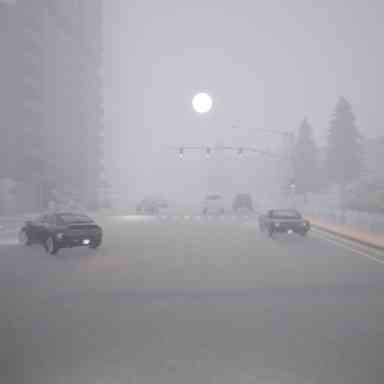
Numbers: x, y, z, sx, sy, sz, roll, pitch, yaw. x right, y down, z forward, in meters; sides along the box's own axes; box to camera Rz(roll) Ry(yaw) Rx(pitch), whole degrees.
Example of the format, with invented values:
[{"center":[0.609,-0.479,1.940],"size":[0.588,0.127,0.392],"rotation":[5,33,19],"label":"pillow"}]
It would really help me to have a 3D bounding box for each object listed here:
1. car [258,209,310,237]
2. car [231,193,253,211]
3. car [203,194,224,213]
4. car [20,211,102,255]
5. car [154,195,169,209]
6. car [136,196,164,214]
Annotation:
[{"center":[4.785,1.581,18.012],"size":[1.895,1.301,4.718],"rotation":[-1,0,3],"label":"car"},{"center":[6.109,1.195,40.816],"size":[2.150,2.045,5.566],"rotation":[0,0,3],"label":"car"},{"center":[2.402,1.219,37.342],"size":[2.150,2.045,5.566],"rotation":[0,0,3],"label":"car"},{"center":[-5.579,1.583,13.940],"size":[1.837,1.490,4.892],"rotation":[2,-2,-44],"label":"car"},{"center":[-4.315,1.593,47.255],"size":[2.033,1.411,5.357],"rotation":[0,0,1],"label":"car"},{"center":[-4.834,1.538,36.600],"size":[2.128,1.511,4.902],"rotation":[0,0,4],"label":"car"}]
